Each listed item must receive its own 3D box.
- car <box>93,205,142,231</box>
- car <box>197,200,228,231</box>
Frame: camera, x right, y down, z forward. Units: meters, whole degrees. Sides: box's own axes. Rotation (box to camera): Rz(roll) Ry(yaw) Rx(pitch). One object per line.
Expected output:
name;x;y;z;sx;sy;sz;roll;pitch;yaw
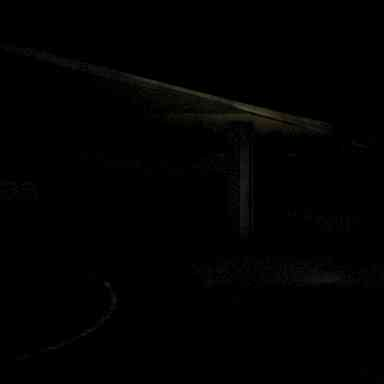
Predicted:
car;-5.137;1.672;22.711;2.242;1.667;4.611;0;0;-33
car;1.973;1.505;22.145;1.905;1.878;3.866;0;0;-33
